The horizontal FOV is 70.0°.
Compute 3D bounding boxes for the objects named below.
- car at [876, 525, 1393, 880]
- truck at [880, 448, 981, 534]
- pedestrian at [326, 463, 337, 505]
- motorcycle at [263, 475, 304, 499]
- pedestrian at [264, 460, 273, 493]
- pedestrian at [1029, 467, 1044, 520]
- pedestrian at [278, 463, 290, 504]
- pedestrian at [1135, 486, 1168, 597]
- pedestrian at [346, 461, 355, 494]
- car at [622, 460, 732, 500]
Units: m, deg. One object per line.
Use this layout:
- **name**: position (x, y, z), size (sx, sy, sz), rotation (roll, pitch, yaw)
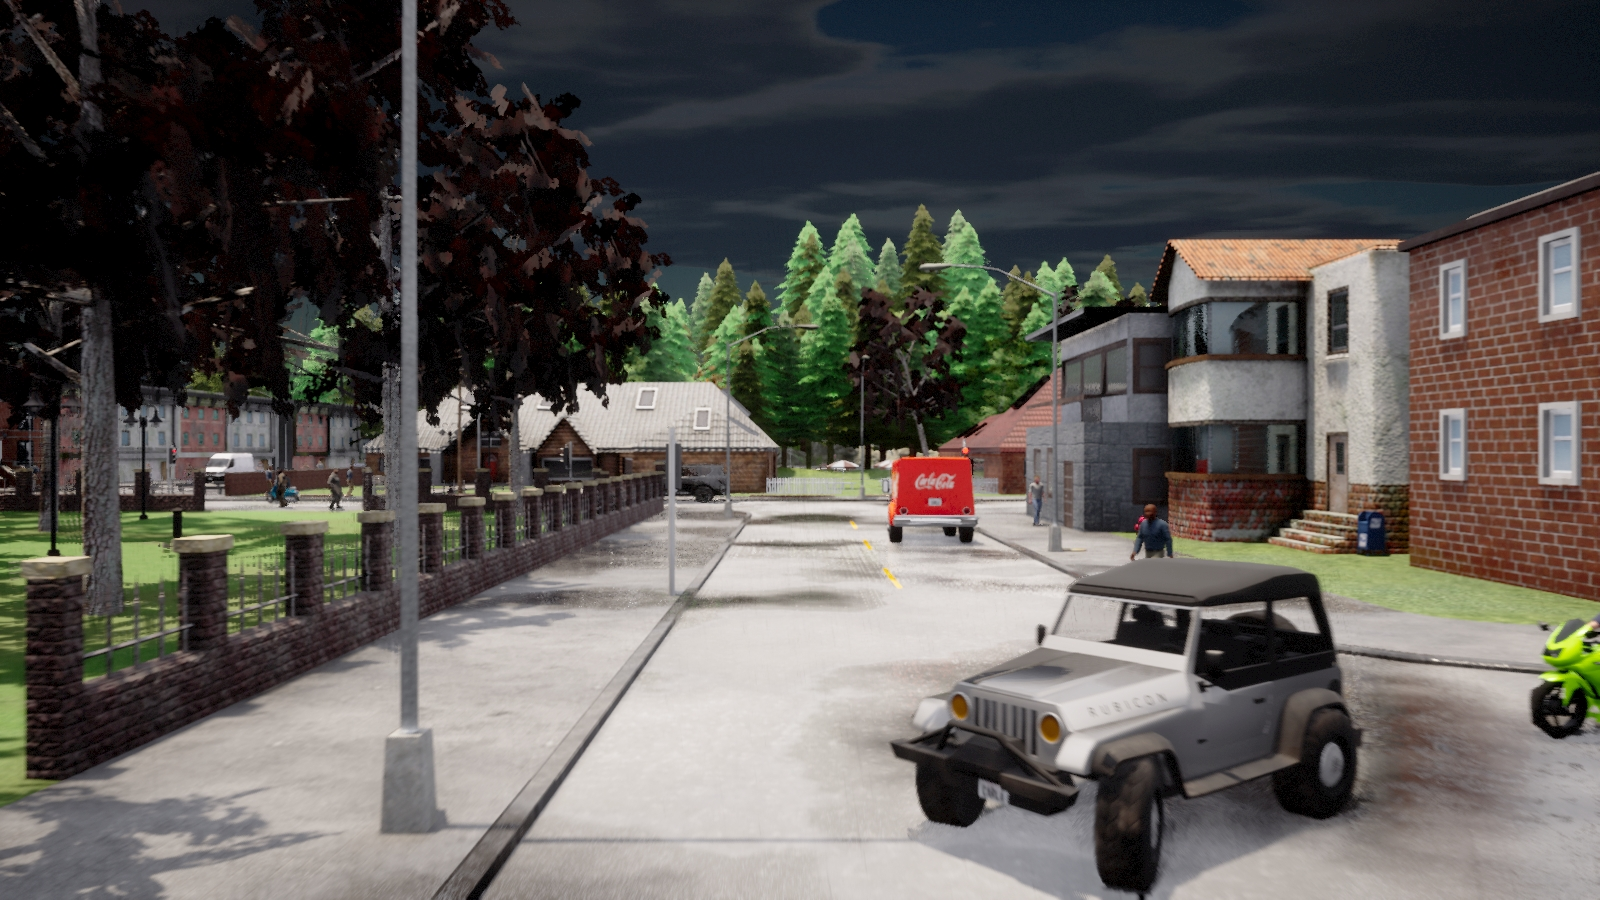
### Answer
- **car**: position (2.667, 1.639, 8.774), size (3.866, 1.878, 1.905), rotation (0, 0, -38)
- **truck**: position (3.971, 1.313, 35.740), size (2.627, 2.467, 5.204), rotation (0, -3, 1)
- **pedestrian**: position (-21.089, 1.531, 51.416), size (0.375, 1.860, 0.375), rotation (0, 0, -1)
- **motorcycle**: position (-27.454, 1.968, 60.760), size (1.805, 1.236, 0.856), rotation (0, 0, 0)
- **pedestrian**: position (-30.767, 1.524, 66.129), size (0.375, 1.860, 0.375), rotation (0, 0, -8)
- **pedestrian**: position (8.353, 1.522, 40.336), size (0.375, 1.860, 0.375), rotation (0, 0, -14)
- **pedestrian**: position (-23.773, 1.528, 52.689), size (0.375, 1.860, 0.375), rotation (0, 0, 2)
- **pedestrian**: position (6.017, 1.548, 19.556), size (0.375, 1.860, 0.375), rotation (0, 0, -32)
- **pedestrian**: position (-25.399, 1.530, 64.547), size (0.375, 1.860, 0.375), rotation (0, 0, -12)
- **car**: position (-6.490, 1.566, 60.745), size (5.566, 2.045, 2.150), rotation (0, 0, 0)
